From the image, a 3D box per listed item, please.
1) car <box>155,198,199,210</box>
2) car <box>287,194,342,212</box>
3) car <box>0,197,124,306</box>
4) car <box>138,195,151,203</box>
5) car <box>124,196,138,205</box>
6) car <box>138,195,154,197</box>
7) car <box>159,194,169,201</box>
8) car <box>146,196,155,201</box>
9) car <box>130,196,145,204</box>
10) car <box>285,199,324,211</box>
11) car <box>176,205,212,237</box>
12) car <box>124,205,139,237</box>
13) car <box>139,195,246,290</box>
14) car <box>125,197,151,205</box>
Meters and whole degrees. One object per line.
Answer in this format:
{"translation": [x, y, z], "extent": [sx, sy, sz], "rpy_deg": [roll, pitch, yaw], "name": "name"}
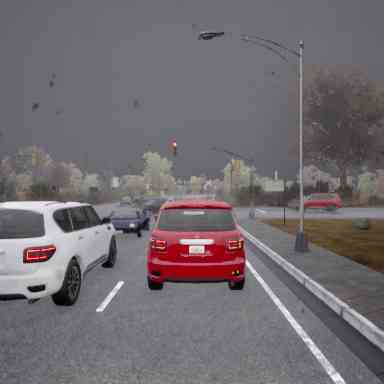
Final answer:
{"translation": [-1.846, 1.547, 41.946], "extent": [5.357, 1.411, 2.033], "rpy_deg": [0, 0, 3], "name": "car"}
{"translation": [13.921, 1.221, 37.562], "extent": [5.566, 2.045, 2.150], "rpy_deg": [0, 0, 3], "name": "car"}
{"translation": [-3.405, 1.221, 8.157], "extent": [2.150, 2.045, 5.566], "rpy_deg": [0, 0, 0], "name": "car"}
{"translation": [-10.543, 1.525, 74.536], "extent": [2.128, 1.511, 4.902], "rpy_deg": [0, 0, 0], "name": "car"}
{"translation": [-10.618, 1.505, 54.951], "extent": [1.837, 1.490, 4.892], "rpy_deg": [0, 0, 0], "name": "car"}
{"translation": [-7.113, 1.547, 54.557], "extent": [2.033, 1.411, 5.357], "rpy_deg": [0, 0, 0], "name": "car"}
{"translation": [-7.047, 1.355, 84.217], "extent": [2.097, 1.767, 4.553], "rpy_deg": [0, 0, 0], "name": "car"}
{"translation": [-10.547, 1.595, 84.582], "extent": [1.895, 1.301, 4.718], "rpy_deg": [0, 0, 0], "name": "car"}
{"translation": [-10.576, 1.547, 64.694], "extent": [2.033, 1.411, 5.357], "rpy_deg": [0, 0, 1], "name": "car"}
{"translation": [13.870, 1.563, 41.075], "extent": [4.181, 1.385, 1.994], "rpy_deg": [0, 0, 3], "name": "car"}
{"translation": [0.090, 1.526, 18.911], "extent": [1.812, 1.442, 4.674], "rpy_deg": [0, 0, 0], "name": "car"}
{"translation": [-3.410, 1.601, 17.925], "extent": [1.895, 1.301, 4.718], "rpy_deg": [0, 0, 0], "name": "car"}
{"translation": [0.092, 1.221, 9.217], "extent": [2.150, 2.045, 5.566], "rpy_deg": [0, 0, 0], "name": "car"}
{"translation": [-3.784, 1.504, 32.650], "extent": [1.837, 1.490, 4.892], "rpy_deg": [-2, -1, 42], "name": "car"}
